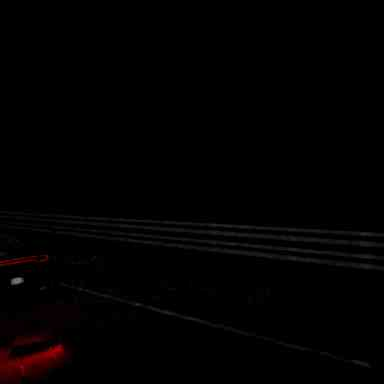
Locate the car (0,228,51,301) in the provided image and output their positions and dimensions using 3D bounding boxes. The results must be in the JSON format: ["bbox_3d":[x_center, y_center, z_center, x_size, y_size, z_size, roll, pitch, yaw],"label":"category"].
[{"bbox_3d":[-5.341,1.569,7.862,5.008,1.535,1.882,0,0,37],"label":"car"}]
